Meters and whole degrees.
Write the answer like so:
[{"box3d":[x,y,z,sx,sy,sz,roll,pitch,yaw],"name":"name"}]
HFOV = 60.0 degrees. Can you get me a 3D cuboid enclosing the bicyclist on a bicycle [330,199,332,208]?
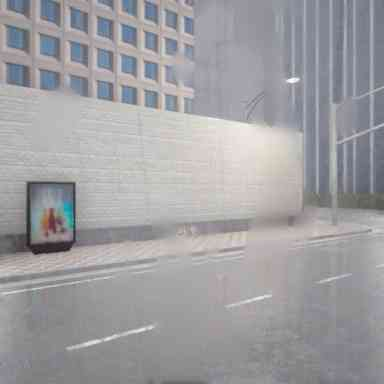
[{"box3d":[18.685,1.356,43.961,1.656,1.620,0.582,0,0,-36],"name":"bicyclist on a bicycle"}]
